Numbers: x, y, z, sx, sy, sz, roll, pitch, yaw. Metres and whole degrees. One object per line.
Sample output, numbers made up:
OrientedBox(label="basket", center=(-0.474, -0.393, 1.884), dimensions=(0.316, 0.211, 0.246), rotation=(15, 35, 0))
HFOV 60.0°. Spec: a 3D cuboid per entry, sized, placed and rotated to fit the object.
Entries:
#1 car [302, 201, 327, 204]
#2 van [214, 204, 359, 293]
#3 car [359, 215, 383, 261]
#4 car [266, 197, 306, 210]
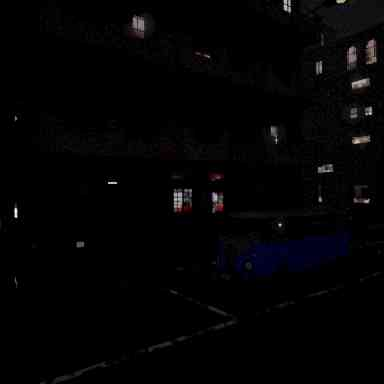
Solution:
OrientedBox(label="car", center=(11.822, 1.538, 30.734), dimensions=(1.895, 1.301, 4.718), rotation=(-1, 1, -39))
OrientedBox(label="van", center=(2.399, 1.338, 8.555), dimensions=(3.998, 1.788, 1.690), rotation=(0, -1, -37))
OrientedBox(label="car", center=(6.829, 1.546, 11.948), dimensions=(4.403, 1.369, 2.008), rotation=(0, -1, -37))
OrientedBox(label="car", center=(11.553, 1.352, 40.963), dimensions=(1.887, 1.381, 4.507), rotation=(-1, 1, -37))
